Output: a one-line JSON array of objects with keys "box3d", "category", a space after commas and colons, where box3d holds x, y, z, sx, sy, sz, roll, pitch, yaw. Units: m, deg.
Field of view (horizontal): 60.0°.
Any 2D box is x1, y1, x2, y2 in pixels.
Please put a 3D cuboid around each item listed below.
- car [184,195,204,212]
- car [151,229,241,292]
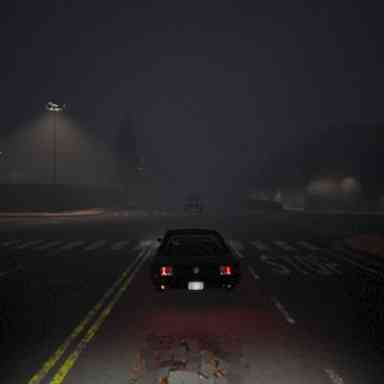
[{"box3d": [0.226, 1.410, 41.111, 2.150, 2.045, 5.566, 0, 0, 0], "category": "car"}, {"box3d": [-0.014, 1.643, 9.030, 1.895, 1.301, 4.718, 0, 0, -3], "category": "car"}]
